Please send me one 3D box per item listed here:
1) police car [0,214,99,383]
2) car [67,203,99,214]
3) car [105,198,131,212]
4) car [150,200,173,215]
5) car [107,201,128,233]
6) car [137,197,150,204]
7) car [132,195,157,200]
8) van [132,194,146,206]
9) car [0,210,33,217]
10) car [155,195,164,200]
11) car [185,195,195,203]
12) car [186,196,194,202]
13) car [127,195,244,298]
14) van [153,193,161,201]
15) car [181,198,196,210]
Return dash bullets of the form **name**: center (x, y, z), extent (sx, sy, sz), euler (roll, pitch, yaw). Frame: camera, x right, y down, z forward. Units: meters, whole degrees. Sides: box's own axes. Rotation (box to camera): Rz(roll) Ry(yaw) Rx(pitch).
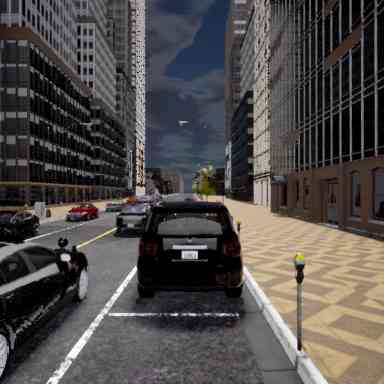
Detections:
- **police car**: center (-3.145, 1.424, 5.278), extent (1.930, 1.638, 5.238), euler (0, 0, 0)
- **car**: center (-8.832, 1.575, 27.183), extent (1.802, 1.307, 4.206), euler (0, 0, 0)
- **car**: center (-8.833, 1.537, 38.569), extent (2.008, 1.369, 4.403), euler (0, 0, 0)
- **car**: center (-3.097, 1.553, 34.505), extent (1.994, 1.385, 4.181), euler (0, 0, 1)
- **car**: center (-3.099, 1.488, 19.379), extent (2.128, 1.511, 4.902), euler (0, 0, 0)
- **car**: center (-8.832, 1.551, 61.338), extent (1.802, 1.307, 4.206), euler (0, 0, 0)
- **car**: center (-6.190, 1.474, 44.202), extent (2.128, 1.511, 4.902), euler (0, 0, 0)
- **van**: center (-8.832, 1.315, 55.646), extent (1.690, 1.788, 3.998), euler (0, 0, 0)
- **car**: center (-8.833, 1.563, 15.800), extent (1.947, 1.339, 4.313), euler (0, 0, 0)
- **car**: center (-8.832, 1.504, 89.799), extent (1.947, 1.339, 4.313), euler (0, 0, 0)
- **car**: center (-0.451, 1.403, 67.015), extent (1.967, 1.590, 4.097), euler (0, 0, 0)
- **car**: center (-0.452, 1.533, 78.399), extent (1.802, 1.307, 4.206), euler (0, 0, 0)
- **car**: center (-0.039, 1.227, 8.679), extent (2.150, 2.045, 5.566), euler (0, 0, 0)
- **van**: center (-8.831, 1.286, 84.106), extent (1.690, 1.788, 3.998), euler (0, 0, 0)
- **car**: center (-0.452, 1.548, 44.248), extent (1.947, 1.339, 4.313), euler (0, 0, 0)
